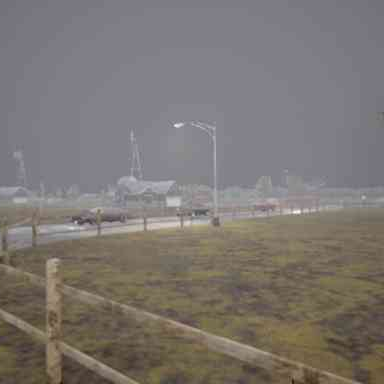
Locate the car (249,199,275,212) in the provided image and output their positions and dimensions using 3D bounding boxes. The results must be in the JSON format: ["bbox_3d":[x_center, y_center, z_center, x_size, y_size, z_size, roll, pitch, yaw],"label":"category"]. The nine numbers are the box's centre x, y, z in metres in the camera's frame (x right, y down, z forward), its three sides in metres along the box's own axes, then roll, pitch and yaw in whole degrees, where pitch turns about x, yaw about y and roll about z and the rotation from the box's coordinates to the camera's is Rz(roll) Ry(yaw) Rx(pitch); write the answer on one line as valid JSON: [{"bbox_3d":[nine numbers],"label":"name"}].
[{"bbox_3d":[10.894,2.056,51.442,2.150,2.045,5.566,-2,-2,36],"label":"car"}]

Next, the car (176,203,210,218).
[{"bbox_3d":[0.172,2.020,36.541,1.837,1.490,4.892,-2,-2,36],"label":"car"}]

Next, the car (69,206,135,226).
[{"bbox_3d":[-6.983,1.857,26.545,2.033,1.411,5.357,-2,-2,36],"label":"car"}]
